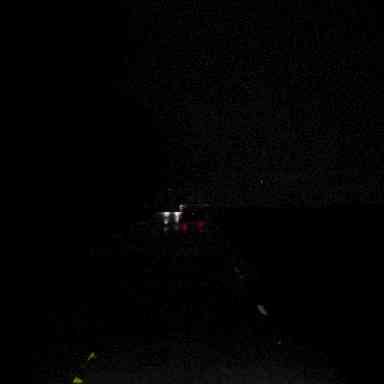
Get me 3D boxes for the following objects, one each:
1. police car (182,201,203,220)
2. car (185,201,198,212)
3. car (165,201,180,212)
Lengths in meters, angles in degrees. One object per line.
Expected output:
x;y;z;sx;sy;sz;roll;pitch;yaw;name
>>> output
0.088;1.796;32.320;1.930;1.638;5.238;0;-1;0;police car
0.006;2.096;49.311;1.837;1.490;4.892;0;0;0;car
-2.814;2.090;47.533;1.812;1.442;4.674;0;-1;0;car
